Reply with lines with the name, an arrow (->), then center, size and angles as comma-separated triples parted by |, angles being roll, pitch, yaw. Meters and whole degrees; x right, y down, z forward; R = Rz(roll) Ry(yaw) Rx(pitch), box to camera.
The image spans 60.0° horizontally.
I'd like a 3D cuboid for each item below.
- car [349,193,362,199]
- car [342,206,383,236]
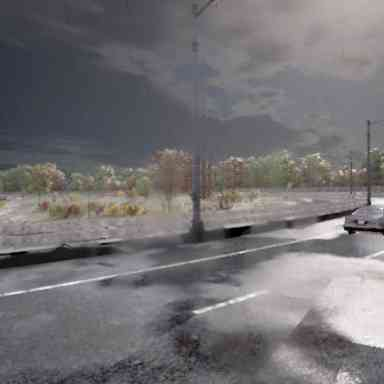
car -> 39.453, 0.935, 79.844 | 2.033, 1.411, 5.357 | -1, 0, 7
car -> 9.506, 1.409, 17.027 | 2.033, 1.411, 5.357 | 0, 0, 45
